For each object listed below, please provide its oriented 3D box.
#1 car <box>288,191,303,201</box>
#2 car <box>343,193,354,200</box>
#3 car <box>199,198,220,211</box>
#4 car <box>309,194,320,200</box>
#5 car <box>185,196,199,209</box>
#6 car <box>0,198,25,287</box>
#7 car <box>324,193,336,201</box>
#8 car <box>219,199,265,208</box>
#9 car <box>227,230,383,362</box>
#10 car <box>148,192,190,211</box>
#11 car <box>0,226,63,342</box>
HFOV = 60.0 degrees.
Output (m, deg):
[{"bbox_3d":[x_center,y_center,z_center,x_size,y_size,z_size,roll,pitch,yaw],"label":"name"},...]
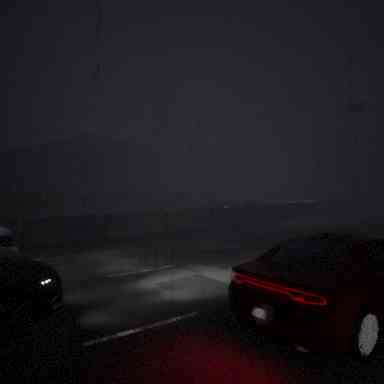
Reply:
[{"bbox_3d":[22.068,0.752,70.879,2.150,2.045,5.566,0,0,29],"label":"car"},{"bbox_3d":[30.130,0.998,63.716,1.882,1.535,5.008,0,0,29],"label":"car"},{"bbox_3d":[3.101,1.405,34.228,4.181,1.385,1.994,-1,0,-45],"label":"car"},{"bbox_3d":[26.424,1.005,71.653,1.895,1.301,4.718,0,0,27],"label":"car"},{"bbox_3d":[1.655,1.402,37.701,1.994,1.385,4.181,0,0,45],"label":"car"},{"bbox_3d":[-6.979,1.247,7.377,5.566,2.045,2.150,-1,1,-36],"label":"car"},{"bbox_3d":[27.669,1.035,66.518,2.128,1.511,4.902,0,0,29],"label":"car"},{"bbox_3d":[5.072,1.439,31.218,4.718,1.301,1.895,-1,0,-44],"label":"car"},{"bbox_3d":[2.858,1.434,5.938,5.008,1.535,1.882,-1,1,-37],"label":"car"},{"bbox_3d":[-2.425,1.087,38.567,5.566,2.045,2.150,-1,0,-44],"label":"car"},{"bbox_3d":[-4.512,1.508,4.846,4.902,1.511,2.128,-1,0,-36],"label":"car"}]
